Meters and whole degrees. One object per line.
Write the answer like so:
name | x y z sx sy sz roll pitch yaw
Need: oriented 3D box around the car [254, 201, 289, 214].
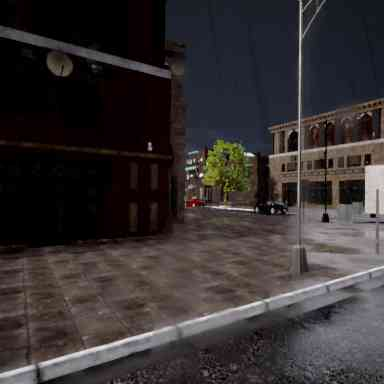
car | 8.482 1.624 35.972 2.008 1.369 4.403 1 -1 -27

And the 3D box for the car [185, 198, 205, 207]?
car | 0.403 1.621 51.447 1.887 1.381 4.507 1 -1 -27
